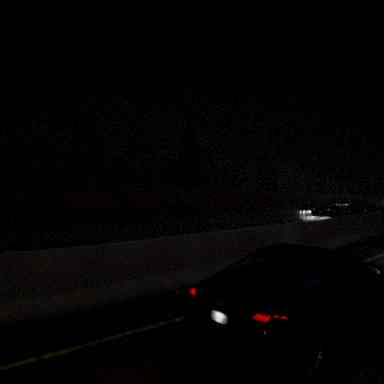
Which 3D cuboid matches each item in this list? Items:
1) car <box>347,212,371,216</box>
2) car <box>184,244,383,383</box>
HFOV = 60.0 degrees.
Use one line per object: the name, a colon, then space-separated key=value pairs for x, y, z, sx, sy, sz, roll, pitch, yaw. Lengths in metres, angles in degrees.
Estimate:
car: x=15.275 y=1.542 z=29.891 sx=1.882 sy=1.535 sz=5.008 roll=0 pitch=0 yaw=35
car: x=1.929 y=1.577 z=5.503 sx=4.181 sy=1.385 sz=1.994 roll=0 pitch=0 yaw=-38
